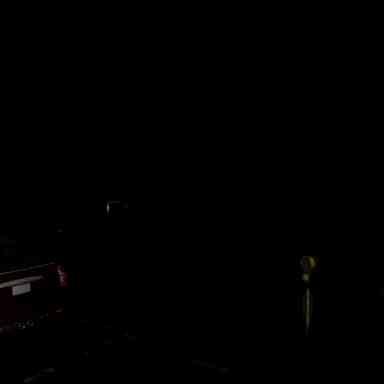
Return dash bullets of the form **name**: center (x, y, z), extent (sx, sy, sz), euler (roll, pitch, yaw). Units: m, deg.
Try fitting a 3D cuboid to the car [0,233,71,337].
- **car**: center (-4.064, 1.440, 5.975), extent (4.097, 1.590, 1.967), euler (0, 0, 36)
